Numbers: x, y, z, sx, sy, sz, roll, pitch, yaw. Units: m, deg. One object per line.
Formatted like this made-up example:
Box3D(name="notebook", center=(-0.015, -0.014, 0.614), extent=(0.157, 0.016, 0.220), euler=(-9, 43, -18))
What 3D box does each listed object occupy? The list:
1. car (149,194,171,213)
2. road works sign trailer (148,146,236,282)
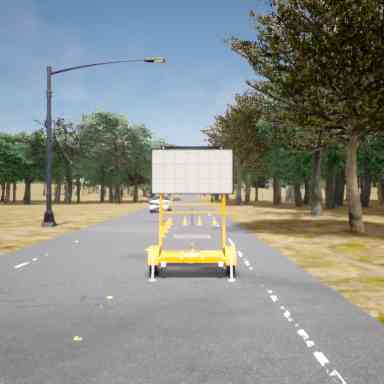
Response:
Box3D(name="car", center=(-3.598, 1.284, 37.993), extent=(2.150, 2.045, 5.566), euler=(0, 0, 0))
Box3D(name="road works sign trailer", center=(0.008, 0.468, 9.784), extent=(2.380, 3.560, 2.880), euler=(0, 0, 0))
